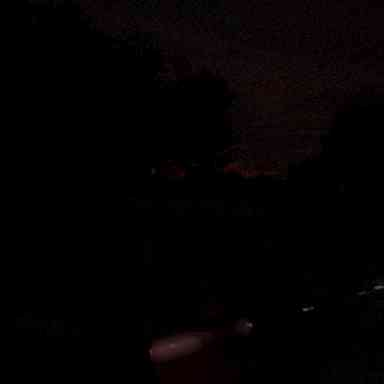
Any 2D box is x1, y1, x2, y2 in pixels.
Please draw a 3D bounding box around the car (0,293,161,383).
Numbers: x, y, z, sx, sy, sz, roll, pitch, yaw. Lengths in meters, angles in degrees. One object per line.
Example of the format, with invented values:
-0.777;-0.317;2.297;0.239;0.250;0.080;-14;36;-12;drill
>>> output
-2.493;1.520;2.128;4.674;1.442;1.812;0;0;-28;car
